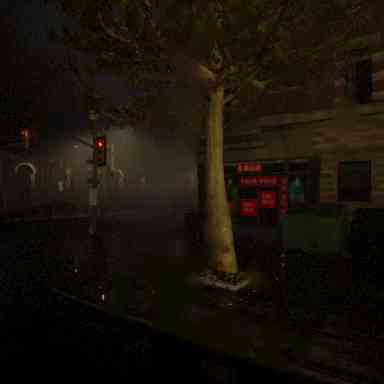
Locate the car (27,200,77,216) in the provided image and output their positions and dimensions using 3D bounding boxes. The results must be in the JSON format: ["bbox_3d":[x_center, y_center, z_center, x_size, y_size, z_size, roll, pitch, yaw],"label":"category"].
[{"bbox_3d":[-13.334,1.526,31.926,1.812,1.442,4.674,0,0,36],"label":"car"}]

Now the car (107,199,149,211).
[{"bbox_3d":[-7.440,1.601,40.004,1.895,1.301,4.718,0,0,36],"label":"car"}]

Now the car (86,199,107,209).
[{"bbox_3d":[-11.918,1.595,45.144,1.895,1.301,4.718,0,0,36],"label":"car"}]

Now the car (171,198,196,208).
[{"bbox_3d":[-1.368,1.547,48.282,2.033,1.411,5.357,0,0,36],"label":"car"}]
